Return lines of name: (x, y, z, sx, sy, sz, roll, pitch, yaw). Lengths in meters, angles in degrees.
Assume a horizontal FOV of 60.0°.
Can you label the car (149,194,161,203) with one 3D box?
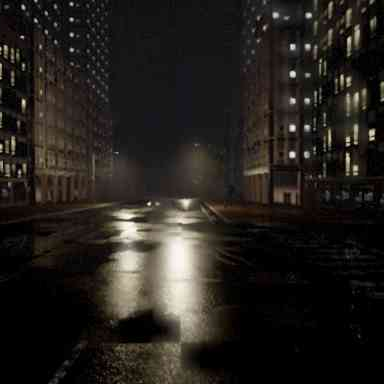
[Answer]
car: (-6.955, 1.173, 62.973, 1.882, 1.535, 5.008, 0, 0, 0)
